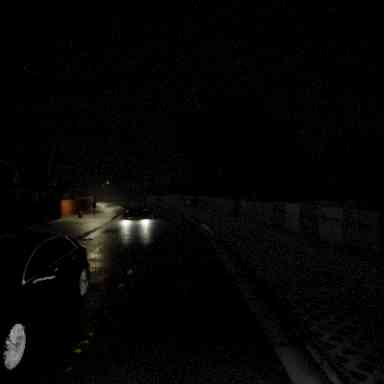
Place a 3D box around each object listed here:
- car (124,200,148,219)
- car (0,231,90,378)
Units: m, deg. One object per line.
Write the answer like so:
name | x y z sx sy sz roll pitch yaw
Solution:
car | -4.879 1.464 29.294 1.882 1.535 5.008 -1 0 -7
car | -3.125 1.508 5.548 1.837 1.490 4.892 0 0 -2
